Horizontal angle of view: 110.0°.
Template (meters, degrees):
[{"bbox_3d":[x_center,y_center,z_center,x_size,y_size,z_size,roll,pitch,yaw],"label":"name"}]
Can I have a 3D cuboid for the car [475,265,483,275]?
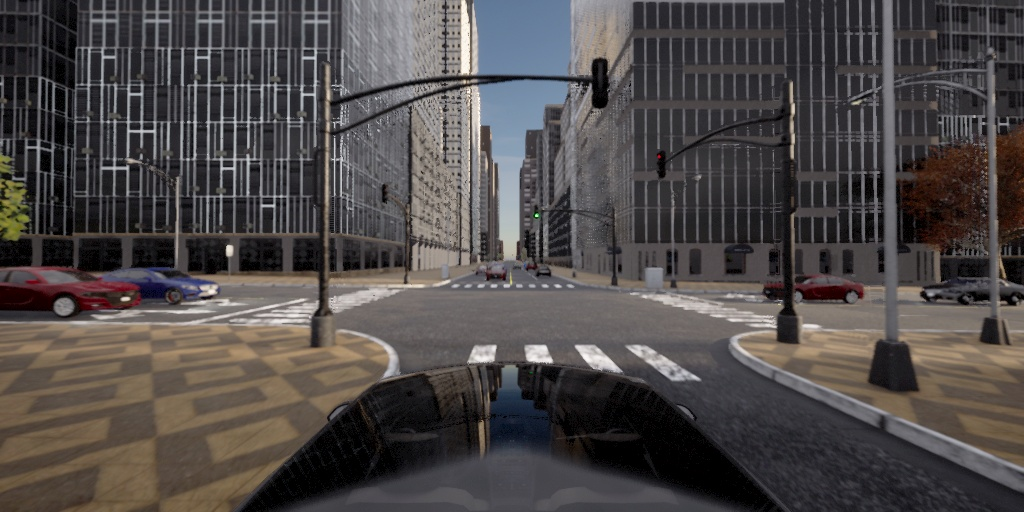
[{"bbox_3d":[-4.118,1.971,49.857,1.802,1.307,4.207,0,0,0],"label":"car"}]

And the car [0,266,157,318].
[{"bbox_3d":[-15.287,1.105,11.800,5.008,1.535,1.882,1,-1,-2],"label":"car"}]

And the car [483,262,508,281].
[{"bbox_3d":[-1.565,1.695,36.268,1.882,1.535,5.008,0,-1,0],"label":"car"}]

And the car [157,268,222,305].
[{"bbox_3d":[-14.976,1.201,15.071,4.674,1.442,1.812,1,-1,-1],"label":"car"}]

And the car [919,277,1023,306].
[{"bbox_3d":[26.289,1.983,20.505,4.902,1.511,2.128,1,-1,-3],"label":"car"}]

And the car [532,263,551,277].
[{"bbox_3d":[3.846,1.885,44.380,1.948,1.339,4.313,0,0,0],"label":"car"}]

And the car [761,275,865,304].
[{"bbox_3d":[16.719,1.793,20.045,5.008,1.535,1.882,1,-1,-3],"label":"car"}]
